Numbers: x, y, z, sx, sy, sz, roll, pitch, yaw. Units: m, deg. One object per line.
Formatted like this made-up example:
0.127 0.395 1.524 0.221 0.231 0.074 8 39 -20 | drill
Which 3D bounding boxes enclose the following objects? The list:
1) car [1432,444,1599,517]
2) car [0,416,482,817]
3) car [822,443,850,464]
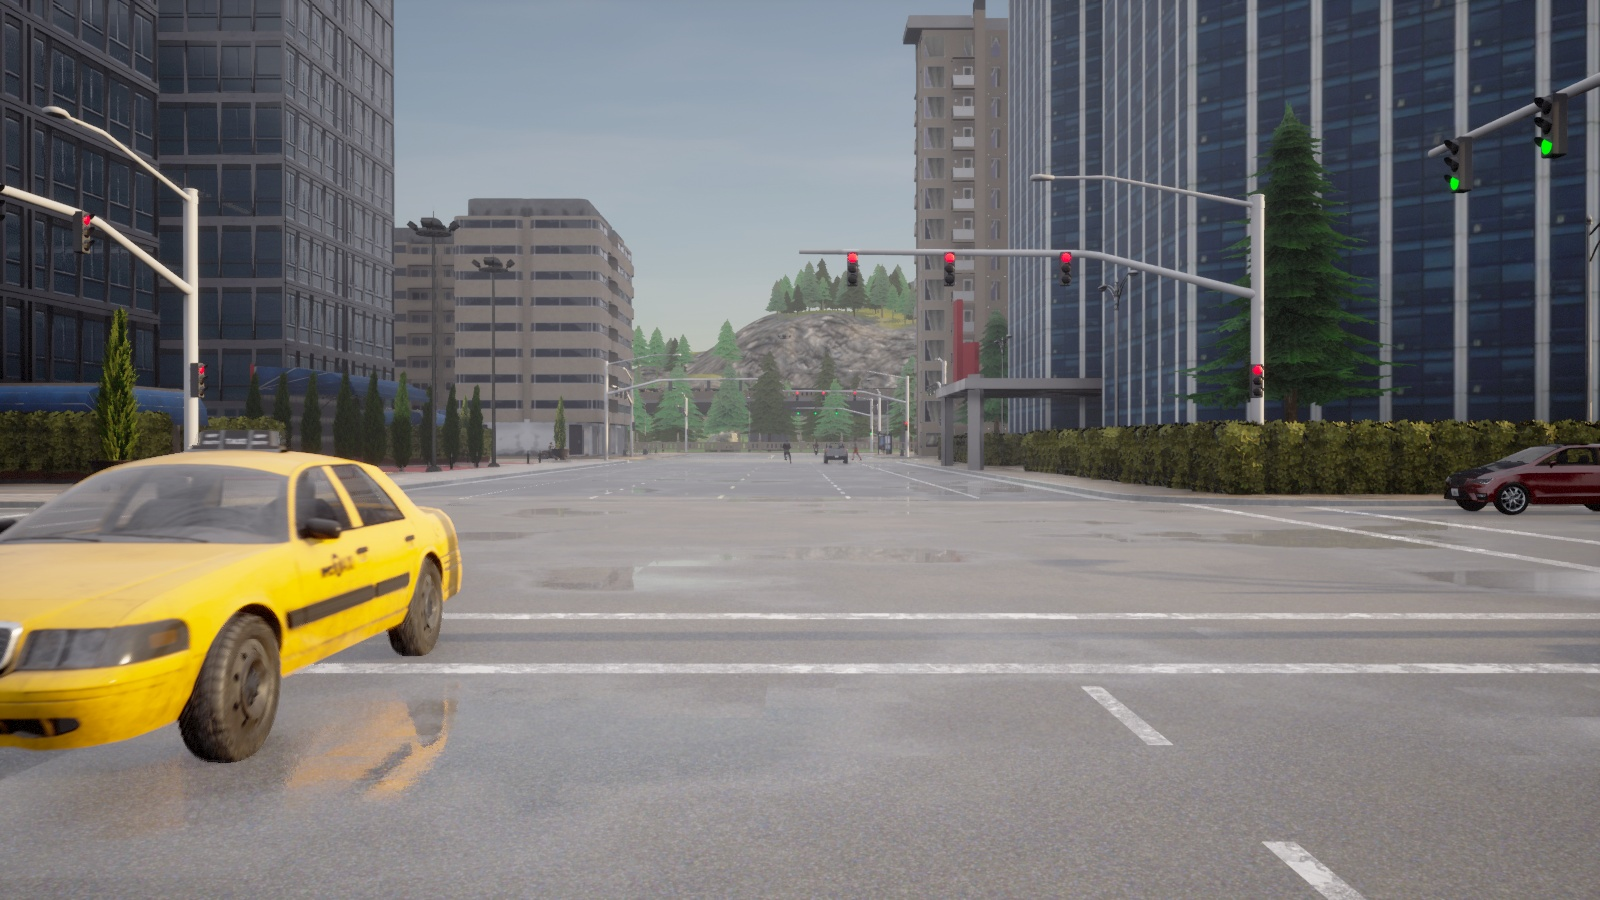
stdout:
15.923 0.623 26.546 4.193 1.474 1.816 0 0 0 | car
-3.481 0.640 7.607 1.801 1.575 5.366 0 0 -1 | car
2.553 0.252 90.334 1.845 1.501 3.633 0 0 -1 | car
